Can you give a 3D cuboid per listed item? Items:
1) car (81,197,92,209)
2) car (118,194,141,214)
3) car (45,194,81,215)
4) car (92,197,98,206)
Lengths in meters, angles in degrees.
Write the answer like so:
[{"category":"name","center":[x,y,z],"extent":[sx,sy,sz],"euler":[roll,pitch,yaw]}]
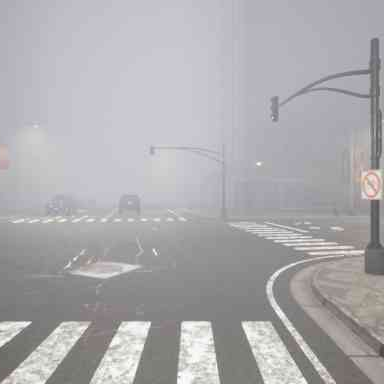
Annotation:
[{"category":"car","center":[-14.922,1.589,44.026],"extent":[1.994,1.385,4.181],"euler":[0,0,-10]},{"category":"car","center":[-6.622,1.239,35.264],"extent":[2.150,2.045,5.566],"euler":[0,0,-10]},{"category":"car","center":[-13.313,1.238,34.167],"extent":[2.150,2.045,5.566],"euler":[0,0,-10]},{"category":"car","center":[-16.529,1.514,54.058],"extent":[1.882,1.535,5.008],"euler":[0,0,-9]}]
